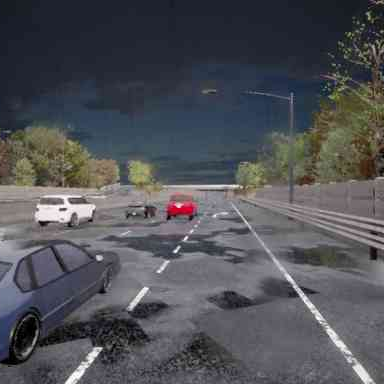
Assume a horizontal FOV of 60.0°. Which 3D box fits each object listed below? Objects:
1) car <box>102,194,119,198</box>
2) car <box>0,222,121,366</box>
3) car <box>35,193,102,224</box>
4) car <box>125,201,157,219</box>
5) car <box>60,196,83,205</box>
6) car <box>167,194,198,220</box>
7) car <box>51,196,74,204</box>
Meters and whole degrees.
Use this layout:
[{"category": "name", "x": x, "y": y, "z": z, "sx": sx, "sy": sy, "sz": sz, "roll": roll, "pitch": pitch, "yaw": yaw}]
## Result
[{"category": "car", "x": -15.206, "y": 1.528, "z": 64.025, "sx": 2.128, "sy": 1.511, "sz": 4.902, "roll": 0, "pitch": 0, "yaw": 6}, {"category": "car", "x": -2.915, "y": 1.546, "z": 5.812, "sx": 2.033, "sy": 1.411, "sz": 5.357, "roll": 0, "pitch": 0, "yaw": 6}, {"category": "car", "x": -8.375, "y": 1.223, "z": 22.629, "sx": 2.150, "sy": 2.045, "sz": 5.566, "roll": 0, "pitch": 0, "yaw": 5}, {"category": "car", "x": -4.302, "y": 1.493, "z": 28.626, "sx": 2.128, "sy": 1.511, "sz": 4.902, "roll": 0, "pitch": 0, "yaw": 5}, {"category": "car", "x": -22.400, "y": 1.524, "z": 62.170, "sx": 2.128, "sy": 1.511, "sz": 4.902, "roll": 0, "pitch": 0, "yaw": 6}, {"category": "car", "x": -0.785, "y": 1.223, "z": 28.611, "sx": 2.150, "sy": 2.045, "sz": 5.566, "roll": 0, "pitch": 0, "yaw": 5}, {"category": "car", "x": -25.558, "y": 1.577, "z": 65.700, "sx": 2.033, "sy": 1.411, "sz": 5.357, "roll": 0, "pitch": 0, "yaw": 5}]
